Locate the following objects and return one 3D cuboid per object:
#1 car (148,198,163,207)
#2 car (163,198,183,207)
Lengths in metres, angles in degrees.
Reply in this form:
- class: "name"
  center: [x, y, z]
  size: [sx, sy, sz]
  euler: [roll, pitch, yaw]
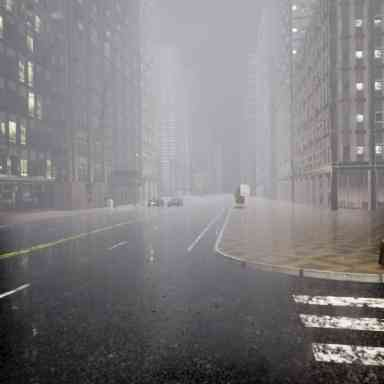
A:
- class: "car"
  center: [-5.867, 1.666, 54.401]
  size: [2.128, 1.511, 4.902]
  euler: [-1, 0, 8]
- class: "car"
  center: [-2.647, 1.678, 53.956]
  size: [2.033, 1.411, 5.357]
  euler: [-1, 0, 8]
